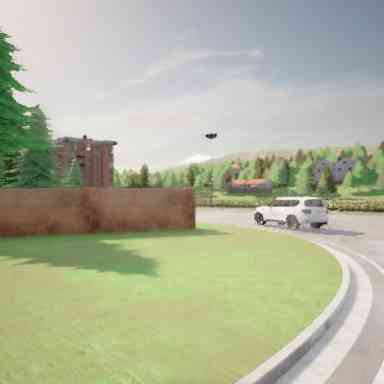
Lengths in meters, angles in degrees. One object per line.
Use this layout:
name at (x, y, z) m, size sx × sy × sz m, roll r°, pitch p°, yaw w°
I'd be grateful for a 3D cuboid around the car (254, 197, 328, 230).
car at (6.498, 1.372, 22.445) m, size 2.150 × 2.045 × 5.566 m, roll 1°, pitch -1°, yaw -26°
